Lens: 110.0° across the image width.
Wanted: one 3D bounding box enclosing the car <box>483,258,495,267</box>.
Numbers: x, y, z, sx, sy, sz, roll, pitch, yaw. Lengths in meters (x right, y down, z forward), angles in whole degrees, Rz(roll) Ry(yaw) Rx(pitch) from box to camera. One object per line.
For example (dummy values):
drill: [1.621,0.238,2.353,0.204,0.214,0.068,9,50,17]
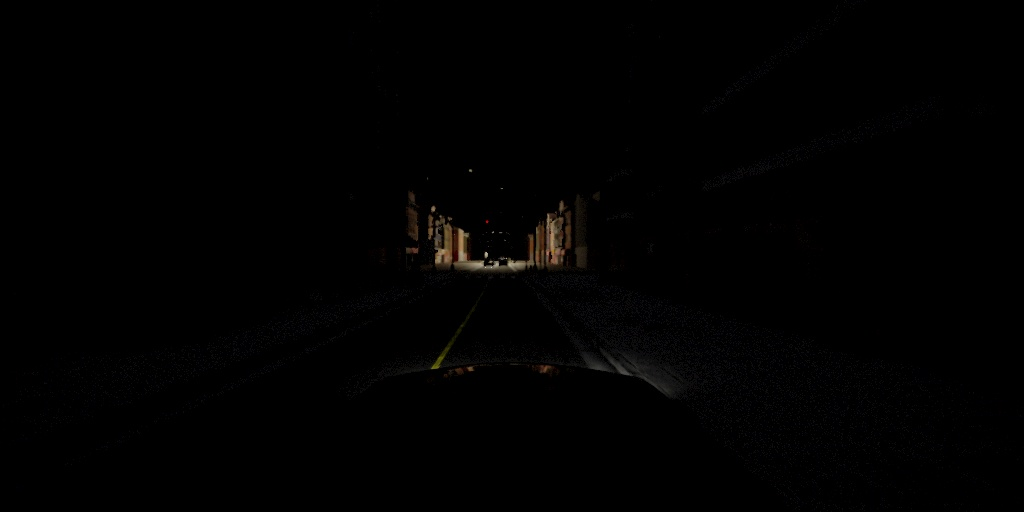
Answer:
car: [-4.204,1.257,64.570,2.033,1.411,5.357,0,0,-2]
